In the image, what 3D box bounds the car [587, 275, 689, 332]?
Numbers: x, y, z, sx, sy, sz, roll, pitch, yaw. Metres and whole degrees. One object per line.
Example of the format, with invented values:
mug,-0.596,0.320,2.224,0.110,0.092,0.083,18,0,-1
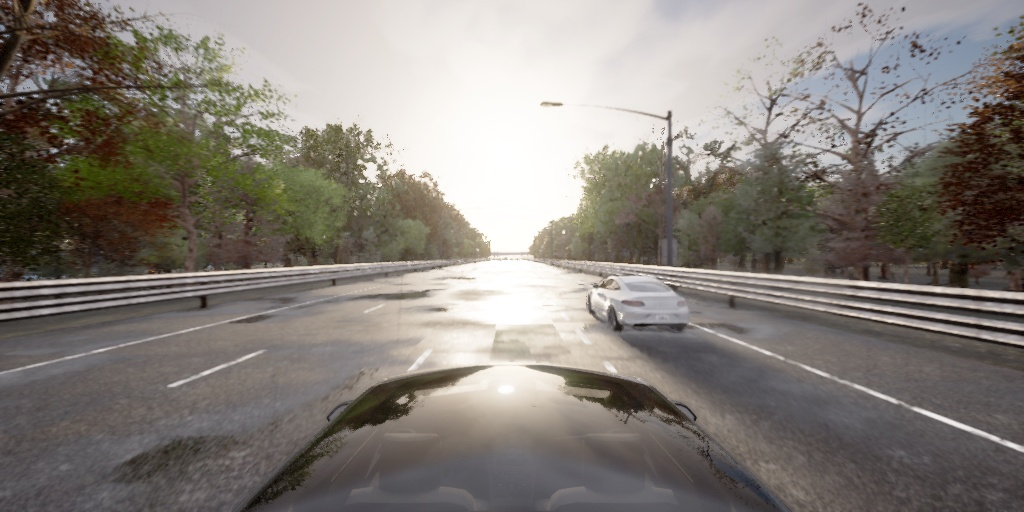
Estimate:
car,3.521,1.277,10.697,1.812,1.442,4.674,0,0,0
